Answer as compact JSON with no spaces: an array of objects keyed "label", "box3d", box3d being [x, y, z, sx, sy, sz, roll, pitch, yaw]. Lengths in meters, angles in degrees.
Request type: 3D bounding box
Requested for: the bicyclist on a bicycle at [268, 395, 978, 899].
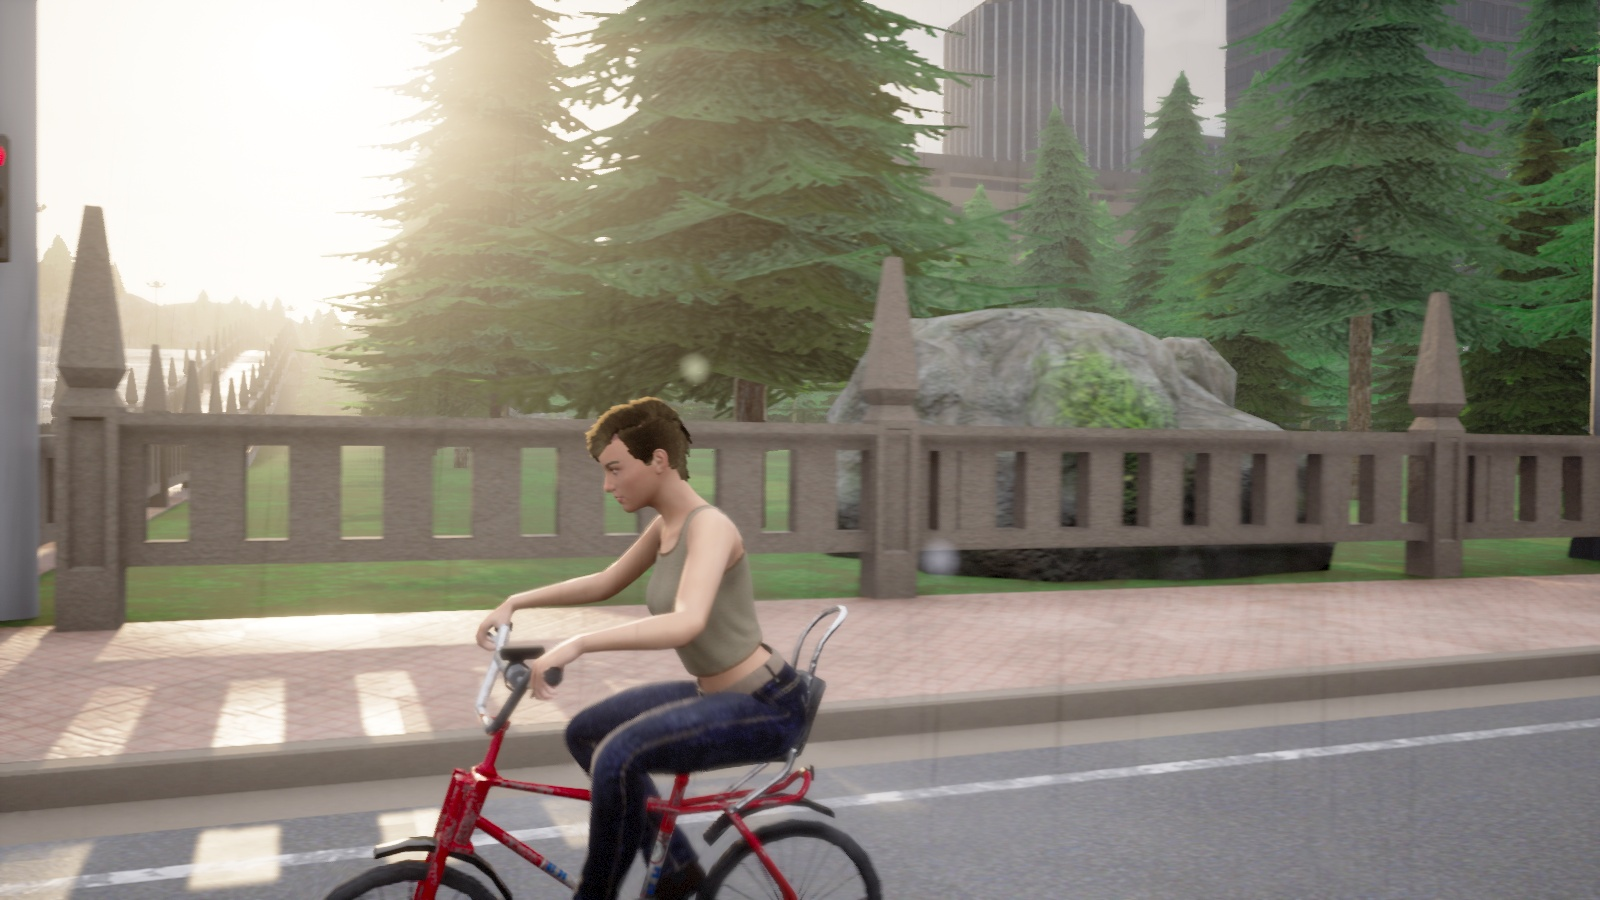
[{"label":"bicyclist on a bicycle","box3d":[-0.448,0.687,3.068,1.509,1.612,0.866,-1,1,-21]}]
